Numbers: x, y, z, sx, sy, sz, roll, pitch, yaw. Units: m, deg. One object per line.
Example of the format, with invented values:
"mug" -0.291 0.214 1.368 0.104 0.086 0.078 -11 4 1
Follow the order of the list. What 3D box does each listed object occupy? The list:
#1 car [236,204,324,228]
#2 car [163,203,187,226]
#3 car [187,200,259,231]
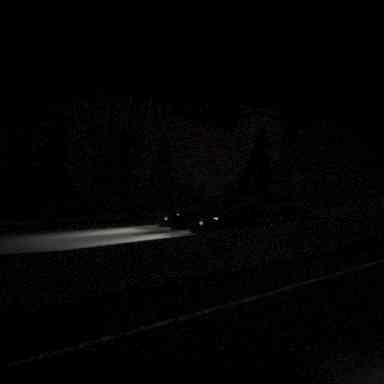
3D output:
"car" 4.443 1.373 15.758 4.181 1.385 1.994 -1 1 -35
"car" 0.427 1.298 21.491 4.902 1.511 2.128 -1 1 -35
"car" 2.467 1.298 18.648 4.902 1.511 2.128 -1 1 -35
